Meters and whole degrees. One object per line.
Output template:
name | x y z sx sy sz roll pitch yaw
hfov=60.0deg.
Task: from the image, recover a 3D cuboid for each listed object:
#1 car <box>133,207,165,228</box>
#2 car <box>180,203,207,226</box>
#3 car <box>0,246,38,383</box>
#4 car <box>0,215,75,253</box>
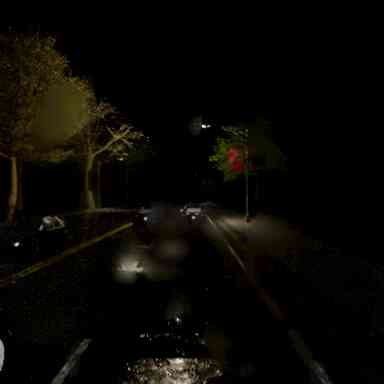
car | -3.131 1.820 24.654 1.994 1.385 4.181 0 -1 0
car | 0.120 1.833 25.872 1.994 1.385 4.181 0 -1 0
car | -3.148 1.529 2.281 1.837 1.490 4.892 0 -1 0
car | -6.558 1.689 13.748 2.033 1.411 5.357 0 -1 1
